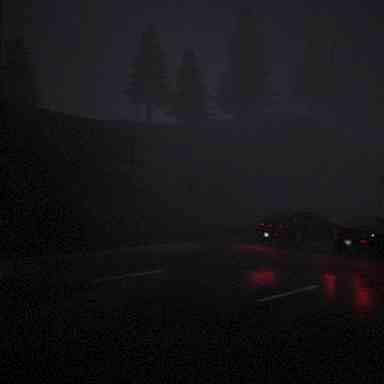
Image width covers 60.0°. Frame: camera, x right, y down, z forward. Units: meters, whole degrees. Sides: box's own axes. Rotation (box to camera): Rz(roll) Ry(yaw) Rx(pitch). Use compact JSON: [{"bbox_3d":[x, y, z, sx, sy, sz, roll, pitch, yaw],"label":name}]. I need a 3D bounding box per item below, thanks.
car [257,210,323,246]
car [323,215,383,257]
[{"bbox_3d":[5.297,1.658,16.223,4.892,1.490,1.837,0,0,-35],"label":"car"},{"bbox_3d":[7.646,1.680,13.597,4.674,1.442,1.812,0,0,-35],"label":"car"}]
